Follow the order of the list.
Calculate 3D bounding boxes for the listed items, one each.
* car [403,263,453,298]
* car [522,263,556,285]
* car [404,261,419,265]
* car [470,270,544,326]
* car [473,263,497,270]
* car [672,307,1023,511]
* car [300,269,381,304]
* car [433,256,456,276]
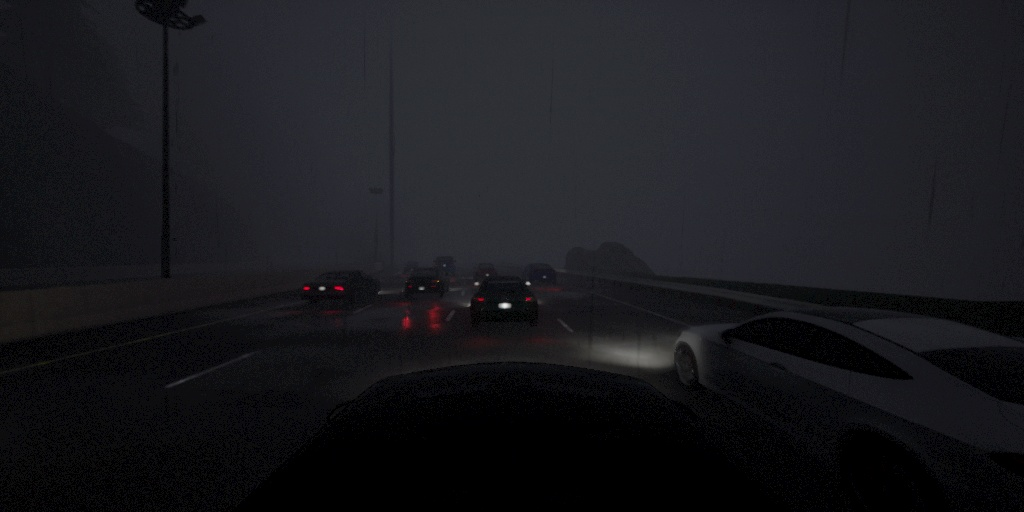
[{"bbox_3d":[-4.325,1.294,18.613,1.812,1.442,4.674,0,0,-5],"label":"car"},{"bbox_3d":[1.864,1.236,26.160,1.882,1.535,5.008,0,0,-7],"label":"car"},{"bbox_3d":[-11.674,1.321,42.224,1.812,1.442,4.674,0,0,-13],"label":"car"},{"bbox_3d":[-0.305,1.320,11.726,1.994,1.385,4.181,0,0,-3],"label":"car"},{"bbox_3d":[-2.267,1.295,30.306,1.812,1.442,4.674,0,0,-9],"label":"car"},{"bbox_3d":[3.491,1.269,3.817,1.812,1.442,4.674,0,0,-1],"label":"car"},{"bbox_3d":[-7.613,1.321,16.474,2.033,1.411,5.357,0,0,-5],"label":"car"},{"bbox_3d":[-6.994,1.005,37.189,2.150,2.045,5.566,0,0,-11],"label":"car"}]
